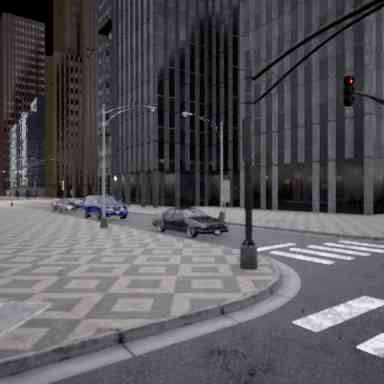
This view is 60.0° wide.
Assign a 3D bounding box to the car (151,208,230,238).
[{"bbox_3d":[-0.313,1.581,18.352,2.033,1.411,5.357,0,0,-36],"label":"car"}]

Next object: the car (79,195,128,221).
[{"bbox_3d":[-7.447,1.295,28.328,2.150,2.045,5.566,0,0,-36],"label":"car"}]

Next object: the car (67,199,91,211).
[{"bbox_3d":[-15.099,1.637,44.439,1.812,1.442,4.674,0,0,-35],"label":"car"}]

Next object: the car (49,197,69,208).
[{"bbox_3d":[-21.112,1.615,52.758,1.882,1.535,5.008,0,0,-36],"label":"car"}]

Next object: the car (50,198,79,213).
[{"bbox_3d":[-14.966,1.594,38.886,2.128,1.511,4.902,0,0,-35],"label":"car"}]
